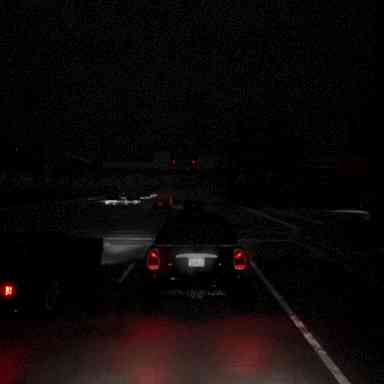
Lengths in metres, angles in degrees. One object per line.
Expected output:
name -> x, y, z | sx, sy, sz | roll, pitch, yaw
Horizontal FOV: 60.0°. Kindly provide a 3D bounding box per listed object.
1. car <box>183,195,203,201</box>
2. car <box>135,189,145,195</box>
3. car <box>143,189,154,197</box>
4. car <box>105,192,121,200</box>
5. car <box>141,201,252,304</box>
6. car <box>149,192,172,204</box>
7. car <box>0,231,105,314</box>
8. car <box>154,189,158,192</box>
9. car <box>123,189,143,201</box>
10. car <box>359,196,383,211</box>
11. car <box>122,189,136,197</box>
car -> 0.154, 1.086, 34.111 | 1.882, 1.535, 5.008 | 0, 1, 0
car -> -13.852, -0.135, 88.724 | 1.812, 1.442, 4.674 | 0, 2, 0
car -> -10.376, 0.333, 74.458 | 2.033, 1.411, 5.357 | 0, 2, 0
car -> -13.951, 0.751, 58.793 | 1.994, 1.385, 4.181 | 0, 1, 1
car -> 0.094, 1.262, 8.108 | 2.097, 1.767, 4.553 | 0, 1, 0
car -> -3.338, 1.043, 37.753 | 1.882, 1.535, 5.008 | 0, 1, 0
car -> -3.406, 1.519, 7.383 | 1.895, 1.301, 4.718 | 0, 1, 0
car -> -10.351, -0.087, 89.374 | 1.895, 1.301, 4.718 | 0, 2, 0
car -> -10.451, 0.661, 58.813 | 1.882, 1.535, 5.008 | 0, 1, 1
car -> 19.104, 1.148, 32.832 | 4.892, 1.490, 1.837 | 0, 1, -1
car -> -13.877, 0.171, 73.637 | 2.097, 1.767, 4.553 | 0, 2, 0
